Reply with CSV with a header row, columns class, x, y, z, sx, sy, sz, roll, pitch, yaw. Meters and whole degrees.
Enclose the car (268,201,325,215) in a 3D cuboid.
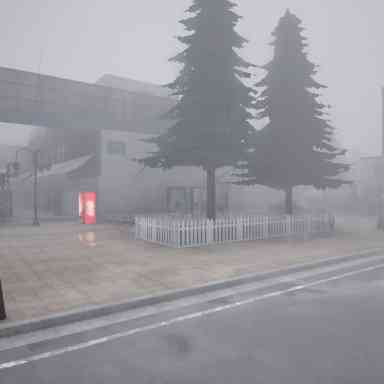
class,x,y,z,sx,sy,sz,roll,pitch,yaw
car,9.582,1.532,30.796,2.033,1.411,5.357,0,0,-34
